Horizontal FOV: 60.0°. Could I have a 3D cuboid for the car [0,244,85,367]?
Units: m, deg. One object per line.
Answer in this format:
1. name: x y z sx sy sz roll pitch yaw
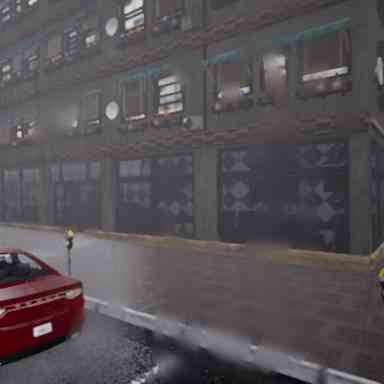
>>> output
1. car: -3.611 1.513 5.316 4.507 1.381 1.887 0 0 36
